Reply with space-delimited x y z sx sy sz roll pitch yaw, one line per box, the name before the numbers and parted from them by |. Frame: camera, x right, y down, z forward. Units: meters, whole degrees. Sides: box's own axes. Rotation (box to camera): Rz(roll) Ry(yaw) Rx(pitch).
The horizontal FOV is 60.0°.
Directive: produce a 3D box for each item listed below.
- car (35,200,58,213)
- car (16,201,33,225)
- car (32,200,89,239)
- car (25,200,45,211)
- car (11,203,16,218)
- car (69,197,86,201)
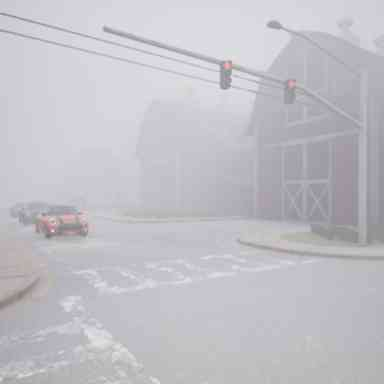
car | -18.654 1.849 42.565 1.882 1.535 5.008 0 -1 -33
car | -12.287 1.599 26.270 2.097 1.767 4.553 1 -1 -33
car | -7.421 1.534 18.851 2.097 1.767 4.553 1 -1 -33
car | -24.010 2.039 50.668 2.033 1.411 5.357 1 -1 -33
car | -17.136 1.812 33.663 1.837 1.490 4.892 1 -1 -33
car | -16.889 1.656 47.419 3.866 1.878 1.905 -2 4 14
